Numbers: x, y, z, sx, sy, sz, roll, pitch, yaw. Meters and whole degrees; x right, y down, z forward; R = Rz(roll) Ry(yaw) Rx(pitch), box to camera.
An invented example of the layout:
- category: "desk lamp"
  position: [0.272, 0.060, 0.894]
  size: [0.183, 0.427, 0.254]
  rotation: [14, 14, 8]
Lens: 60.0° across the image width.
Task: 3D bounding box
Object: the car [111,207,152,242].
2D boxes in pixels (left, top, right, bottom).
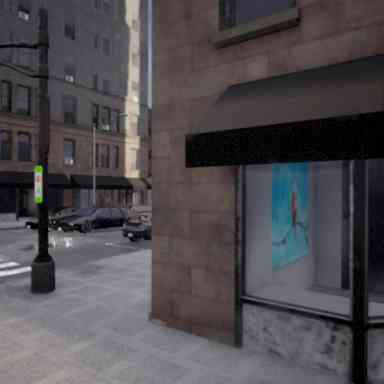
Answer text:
- category: "car"
  position: [-1.321, 1.574, 15.733]
  size: [2.008, 1.369, 4.403]
  rotation: [0, 0, 35]

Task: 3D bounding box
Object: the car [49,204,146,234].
- category: "car"
  position: [-5.361, 1.554, 19.522]
  size: [2.033, 1.411, 5.357]
  rotation: [0, 0, 35]

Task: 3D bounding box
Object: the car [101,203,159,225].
- category: "car"
  position: [-4.574, 1.584, 25.013]
  size: [1.802, 1.307, 4.206]
  rotation: [0, 0, 35]

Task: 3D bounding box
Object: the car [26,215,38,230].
- category: "car"
  position: [-7.864, 1.564, 20.380]
  size: [1.947, 1.339, 4.313]
  rotation: [0, 0, 35]
